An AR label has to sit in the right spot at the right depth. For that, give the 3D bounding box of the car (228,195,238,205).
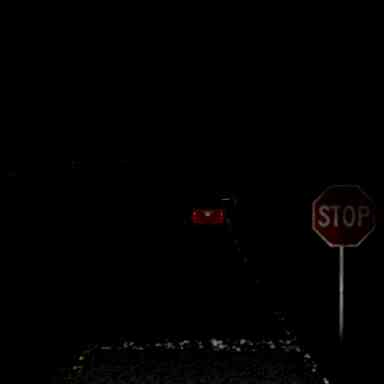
[{"bbox_3d":[6.146,1.419,56.950,2.128,1.511,4.902,0,0,12],"label":"car"}]

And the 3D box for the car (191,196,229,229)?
[{"bbox_3d":[1.100,1.328,21.526,2.097,1.767,4.553,0,0,5],"label":"car"}]
